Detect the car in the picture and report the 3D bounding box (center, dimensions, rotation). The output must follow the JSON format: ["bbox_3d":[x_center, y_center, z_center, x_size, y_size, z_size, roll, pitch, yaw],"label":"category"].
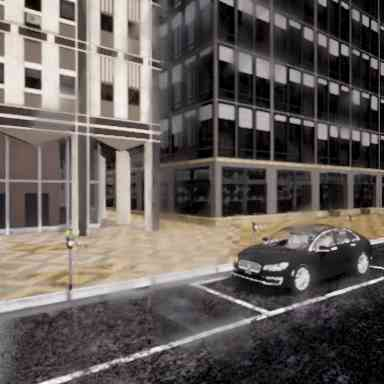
[{"bbox_3d":[3.038,1.551,8.734,4.403,1.369,2.008,0,0,-36],"label":"car"}]
